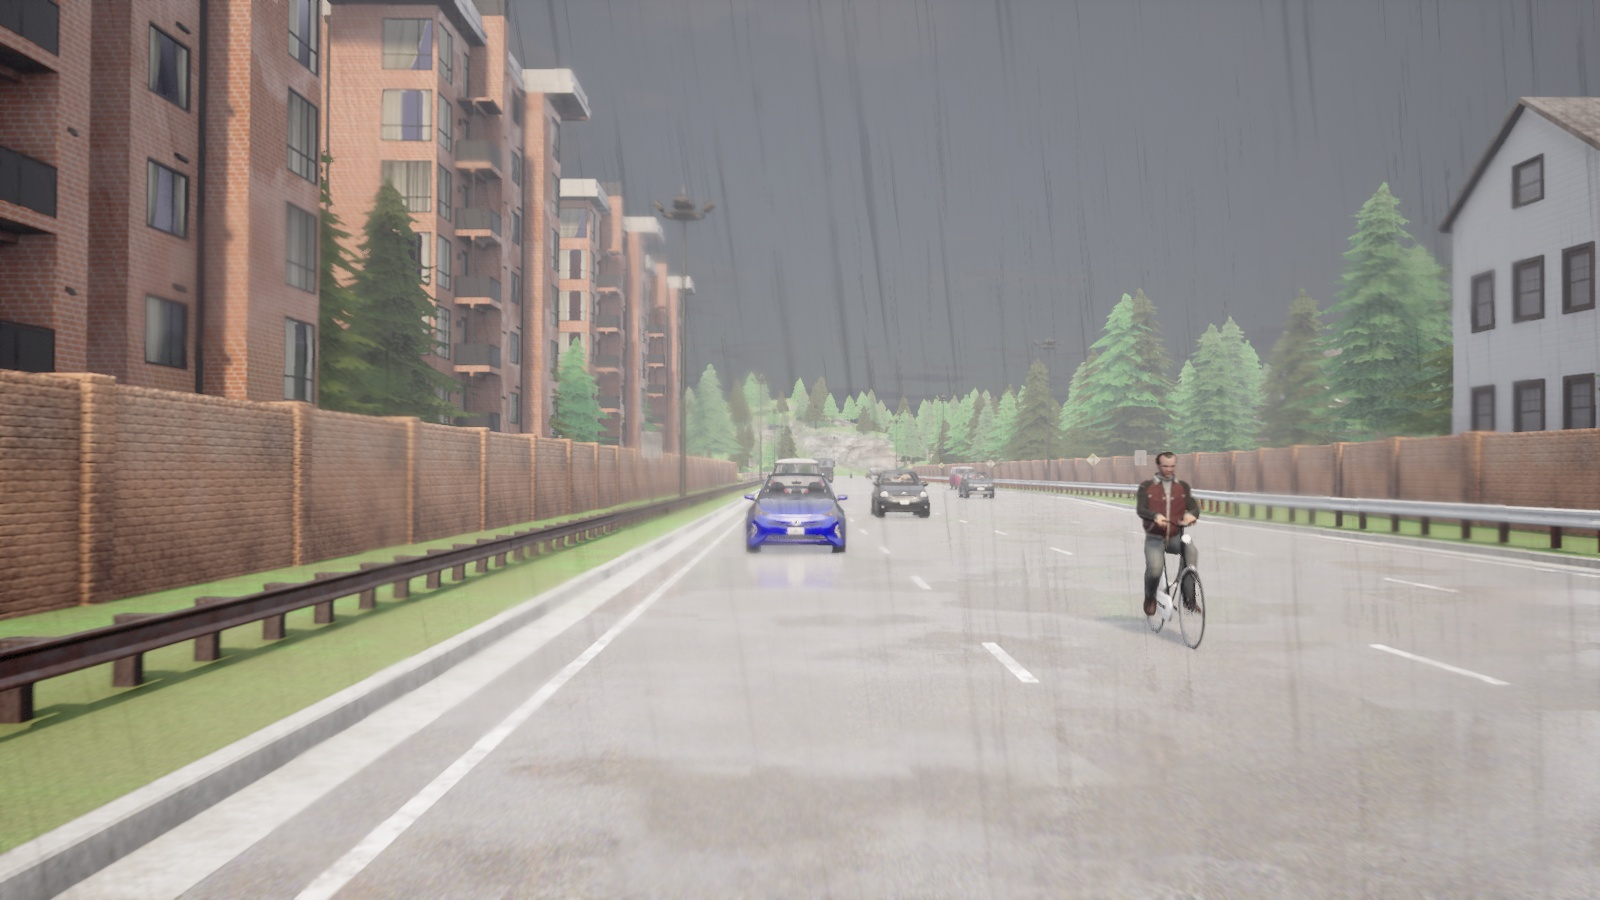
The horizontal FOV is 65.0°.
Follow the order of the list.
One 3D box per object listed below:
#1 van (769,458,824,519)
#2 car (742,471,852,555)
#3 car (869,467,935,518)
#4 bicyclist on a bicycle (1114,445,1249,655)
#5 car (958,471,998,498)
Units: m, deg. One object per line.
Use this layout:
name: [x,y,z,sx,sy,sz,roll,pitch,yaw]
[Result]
van: [-0.105,1.287,42.952,1.775,1.987,4.442,0,-1,0]
car: [-0.061,1.181,25.080,2.007,1.525,4.514,0,-1,0]
car: [3.408,1.413,42.629,1.851,1.617,3.988,0,-1,-1]
bicyclist on a bicycle: [3.469,0.865,11.575,0.659,1.776,1.843,0,-1,0]
car: [10.322,1.976,73.132,1.789,1.549,3.705,0,-1,0]
